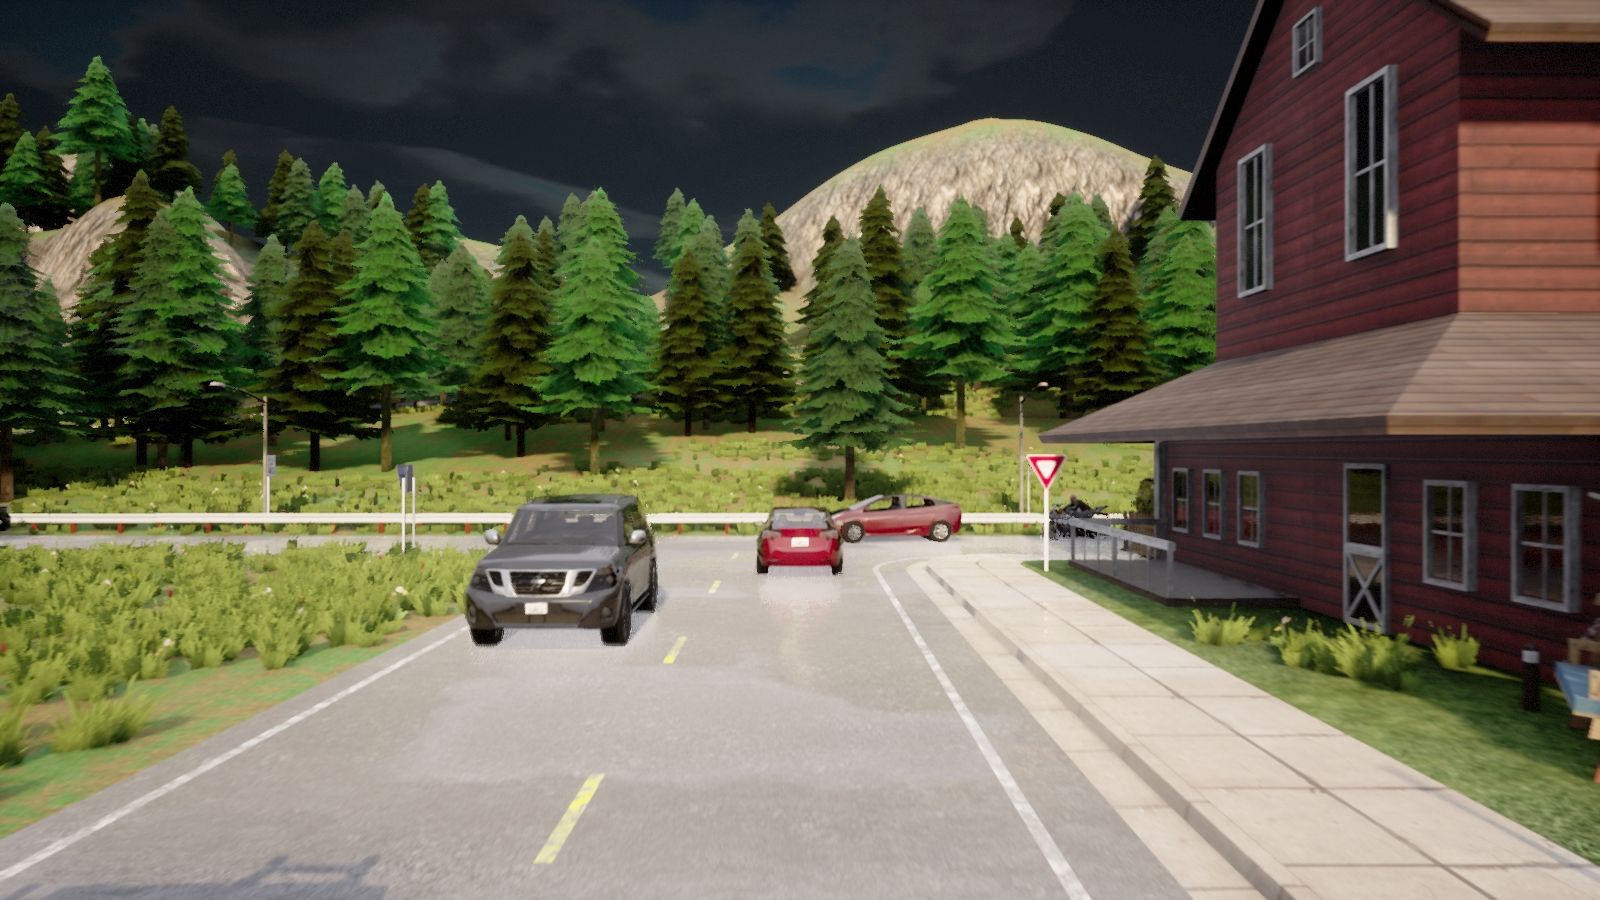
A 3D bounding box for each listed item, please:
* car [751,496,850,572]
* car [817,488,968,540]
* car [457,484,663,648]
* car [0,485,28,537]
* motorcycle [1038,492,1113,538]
[{"bbox_3d":[-0.010,1.927,27.280,2.163,1.488,4.792,0,0,0],"label":"car"},{"bbox_3d":[2.924,2.020,36.693,4.514,1.525,2.007,0,0,-8],"label":"car"},{"bbox_3d":[-3.567,1.639,18.186,2.150,2.045,5.566,0,0,0],"label":"car"},{"bbox_3d":[-28.408,1.982,37.109,5.238,1.638,2.097,0,0,0],"label":"car"},{"bbox_3d":[8.912,2.101,37.032,2.209,1.460,0.867,0,0,0],"label":"motorcycle"}]
